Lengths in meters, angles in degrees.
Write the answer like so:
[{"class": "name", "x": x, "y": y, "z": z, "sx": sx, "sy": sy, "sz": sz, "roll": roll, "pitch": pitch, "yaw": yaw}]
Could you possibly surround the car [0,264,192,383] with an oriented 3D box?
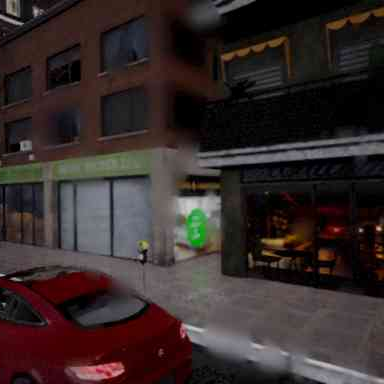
[{"class": "car", "x": -1.941, "y": 1.623, "z": 4.268, "sx": 4.206, "sy": 1.307, "sz": 1.802, "roll": -1, "pitch": -1, "yaw": 35}]
